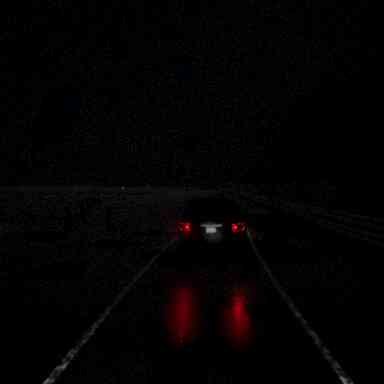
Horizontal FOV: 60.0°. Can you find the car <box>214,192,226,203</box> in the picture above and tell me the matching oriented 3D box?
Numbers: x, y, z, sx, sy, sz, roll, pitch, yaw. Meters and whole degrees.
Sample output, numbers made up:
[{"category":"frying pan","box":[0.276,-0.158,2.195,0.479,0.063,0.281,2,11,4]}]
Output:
[{"category":"car","box":[4.689,0.894,56.203,1.837,1.490,4.892,0,2,3]}]

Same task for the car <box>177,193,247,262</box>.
[{"category":"car","box":[0.804,1.181,12.177,2.150,2.045,5.566,0,0,5]}]

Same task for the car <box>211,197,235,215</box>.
[{"category":"car","box":[3.072,1.325,32.975,2.128,1.511,4.902,0,1,6]}]
